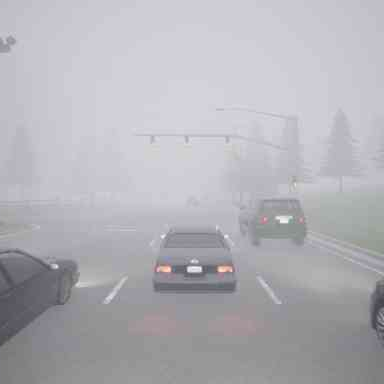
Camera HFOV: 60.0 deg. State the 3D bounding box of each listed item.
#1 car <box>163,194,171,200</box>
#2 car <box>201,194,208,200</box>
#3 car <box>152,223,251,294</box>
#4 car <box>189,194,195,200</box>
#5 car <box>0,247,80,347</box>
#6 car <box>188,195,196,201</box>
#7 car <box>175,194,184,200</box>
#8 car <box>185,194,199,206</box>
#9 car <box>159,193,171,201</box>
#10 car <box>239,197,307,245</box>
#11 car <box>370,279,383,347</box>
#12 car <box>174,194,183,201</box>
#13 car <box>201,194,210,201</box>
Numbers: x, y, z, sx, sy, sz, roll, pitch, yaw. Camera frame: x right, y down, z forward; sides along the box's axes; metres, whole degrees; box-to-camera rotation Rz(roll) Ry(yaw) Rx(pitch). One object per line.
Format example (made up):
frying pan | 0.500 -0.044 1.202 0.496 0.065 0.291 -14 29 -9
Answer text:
car | -6.985 1.385 94.060 1.994 1.385 4.181 0 0 0
car | 3.515 1.310 94.059 1.882 1.535 5.008 0 0 0
car | 0.068 1.547 8.957 2.033 1.411 5.357 0 0 0
car | 0.015 1.310 94.059 1.882 1.535 5.008 0 0 0
car | -3.400 1.548 4.937 2.033 1.411 5.357 0 0 0
car | 0.013 1.531 83.639 2.033 1.411 5.357 0 0 0
car | -3.485 1.357 94.060 2.128 1.511 4.902 0 0 0
car | 0.006 1.352 52.996 2.097 1.767 4.553 0 0 0
car | -6.987 1.217 83.670 2.150 2.045 5.566 0 0 0
car | 3.592 1.224 15.645 2.150 2.045 5.566 0 0 0
car | 3.601 1.491 3.085 2.128 1.511 4.902 0 0 0
car | -3.487 1.517 84.056 1.812 1.442 4.674 0 0 0
car | 3.513 1.492 83.639 1.837 1.490 4.892 0 0 0
